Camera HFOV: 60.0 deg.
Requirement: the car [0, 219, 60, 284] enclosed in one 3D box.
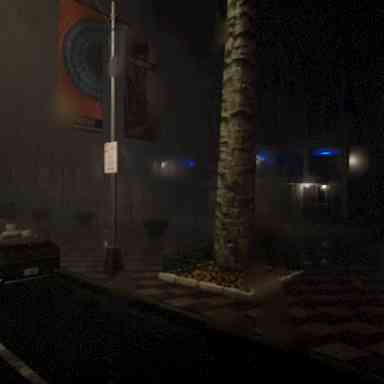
[{"bbox_3d":[-5.303,1.470,8.914,4.892,1.521,2.231,0,0,42],"label":"car"}]
